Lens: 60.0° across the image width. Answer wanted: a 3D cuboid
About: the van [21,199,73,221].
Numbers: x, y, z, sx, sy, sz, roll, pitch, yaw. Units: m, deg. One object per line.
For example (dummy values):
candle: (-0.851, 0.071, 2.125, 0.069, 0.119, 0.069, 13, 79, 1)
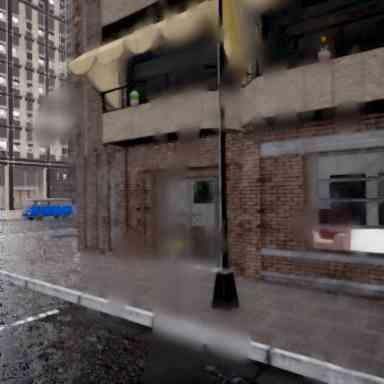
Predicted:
van: (-12.010, 1.442, 27.765, 1.690, 1.788, 3.998, -1, -1, 36)
